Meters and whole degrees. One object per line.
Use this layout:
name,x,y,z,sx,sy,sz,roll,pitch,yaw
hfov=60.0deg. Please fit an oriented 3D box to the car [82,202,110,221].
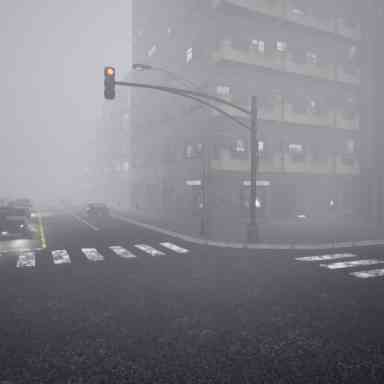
car,-7.911,1.535,27.397,2.008,1.369,4.403,-1,0,-25

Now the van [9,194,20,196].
van,-32.330,1.311,59.657,1.690,1.788,3.998,-1,0,-25

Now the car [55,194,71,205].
car,-22.339,1.410,58.104,1.967,1.590,4.097,-1,0,-25

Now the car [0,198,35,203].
car,-14.118,1.476,27.087,2.128,1.511,4.902,0,0,-25

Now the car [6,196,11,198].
car,-22.709,1.524,39.186,1.887,1.381,4.507,-1,0,-25

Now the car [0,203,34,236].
car,-9.905,1.537,18.072,2.033,1.411,5.357,0,0,-25

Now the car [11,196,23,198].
car,-18.388,1.485,36.347,1.837,1.490,4.892,0,0,-25
